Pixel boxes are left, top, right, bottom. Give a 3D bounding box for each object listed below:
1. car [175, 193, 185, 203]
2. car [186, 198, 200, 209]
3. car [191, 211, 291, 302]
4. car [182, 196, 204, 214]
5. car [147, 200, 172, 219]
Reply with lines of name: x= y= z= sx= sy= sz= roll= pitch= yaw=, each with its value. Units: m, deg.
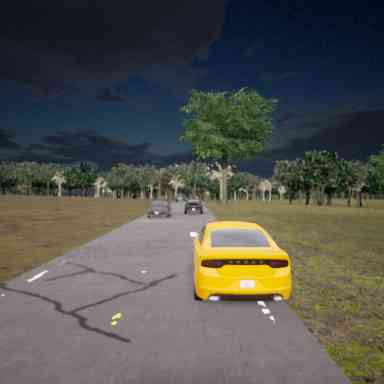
car: x=-2.530 y=1.332 z=72.978 sx=2.150 sy=2.045 sz=5.566 roll=0 pitch=0 yaw=0
car: x=0.176 y=1.580 z=46.242 sx=1.895 sy=1.301 sz=4.718 roll=0 pitch=0 yaw=1
car: x=0.986 y=1.474 z=8.364 sx=1.882 sy=1.535 sz=5.008 roll=0 pitch=0 yaw=0
car: x=0.172 y=1.465 z=34.846 sx=1.837 sy=1.490 sz=4.892 roll=0 pitch=0 yaw=0
car: x=-2.764 y=1.466 z=28.872 sx=1.837 sy=1.490 sz=4.892 roll=0 pitch=0 yaw=0
